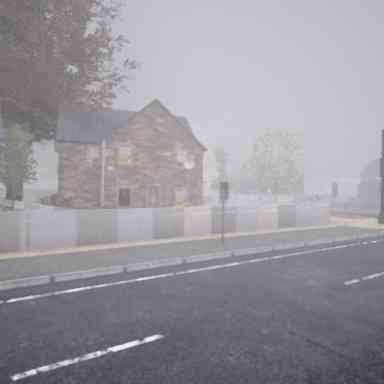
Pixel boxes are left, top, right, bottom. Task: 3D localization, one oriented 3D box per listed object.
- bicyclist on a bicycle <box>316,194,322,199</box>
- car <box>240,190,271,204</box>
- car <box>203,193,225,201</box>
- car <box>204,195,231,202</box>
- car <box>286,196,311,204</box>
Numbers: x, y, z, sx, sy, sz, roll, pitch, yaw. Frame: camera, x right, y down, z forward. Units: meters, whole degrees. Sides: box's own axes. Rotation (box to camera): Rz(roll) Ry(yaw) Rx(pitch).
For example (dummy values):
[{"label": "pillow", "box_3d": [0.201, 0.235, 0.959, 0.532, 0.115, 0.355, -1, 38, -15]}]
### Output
[{"label": "bicyclist on a bicycle", "box_3d": [15.315, 1.082, 40.399, 1.656, 1.620, 0.582, 1, 0, -20]}, {"label": "car", "box_3d": [8.039, 0.791, 43.215, 2.150, 2.045, 5.566, 1, 0, -20]}, {"label": "car", "box_3d": [4.062, 0.879, 62.601, 2.033, 1.411, 5.357, 1, 0, -20]}, {"label": "car", "box_3d": [4.367, 0.952, 53.248, 2.033, 1.411, 5.357, 1, 0, -20]}, {"label": "car", "box_3d": [11.483, 1.214, 33.809, 2.128, 1.511, 4.902, 1, 0, -20]}]
